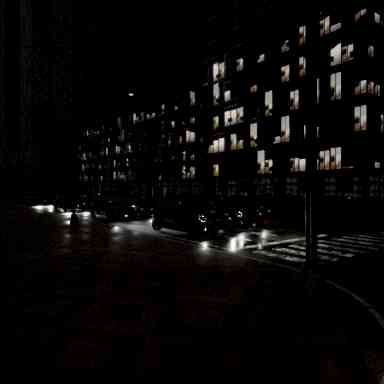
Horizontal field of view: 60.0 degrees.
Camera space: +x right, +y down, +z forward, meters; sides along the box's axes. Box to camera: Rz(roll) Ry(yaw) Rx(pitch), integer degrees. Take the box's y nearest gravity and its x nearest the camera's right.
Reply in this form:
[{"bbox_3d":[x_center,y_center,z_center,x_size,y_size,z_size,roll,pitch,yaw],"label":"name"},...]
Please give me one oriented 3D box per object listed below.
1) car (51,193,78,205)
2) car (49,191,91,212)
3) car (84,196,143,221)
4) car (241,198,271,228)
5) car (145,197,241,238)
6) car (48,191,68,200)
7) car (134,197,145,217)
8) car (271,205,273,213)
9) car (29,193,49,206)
[{"bbox_3d":[-16.331,0.812,42.405,1.895,1.301,4.718,0,1,-38],"label":"car"},{"bbox_3d":[-11.399,0.943,30.807,1.837,1.490,4.892,0,1,-38],"label":"car"},{"bbox_3d":[-5.673,1.208,23.539,1.895,1.301,4.718,0,1,-38],"label":"car"},{"bbox_3d":[1.891,1.104,19.212,2.097,1.767,4.553,0,1,-38],"label":"car"},{"bbox_3d":[-0.095,1.124,16.481,2.097,1.767,4.553,0,1,-38],"label":"car"},{"bbox_3d":[-22.592,0.540,55.880,1.895,1.301,4.718,0,1,-38],"label":"car"},{"bbox_3d":[-3.986,1.126,26.646,2.033,1.411,5.357,0,1,-38],"label":"car"},{"bbox_3d":[4.370,1.189,26.818,1.812,1.442,4.674,0,1,-38],"label":"car"},{"bbox_3d":[-17.600,0.817,38.745,1.994,1.385,4.181,0,1,-37],"label":"car"}]
